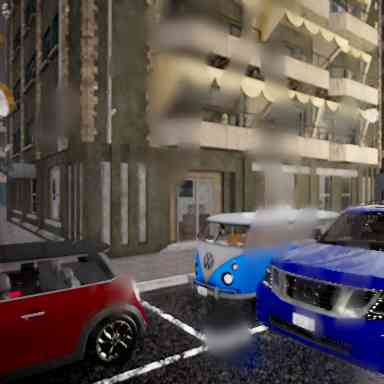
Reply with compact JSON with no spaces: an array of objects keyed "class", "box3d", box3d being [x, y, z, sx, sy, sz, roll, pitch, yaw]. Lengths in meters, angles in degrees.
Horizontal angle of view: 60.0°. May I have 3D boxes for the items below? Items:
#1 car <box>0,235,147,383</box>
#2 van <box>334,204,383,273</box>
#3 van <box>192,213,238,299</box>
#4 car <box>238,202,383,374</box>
[{"class":"car","box3d":[-2.722,1.440,4.152,4.097,1.590,1.967,0,0,-36]},{"class":"van","box3d":[6.528,1.324,10.780,3.998,1.788,1.690,0,0,-36]},{"class":"van","box3d":[1.903,1.332,7.466,3.998,1.788,1.690,0,0,-36]},{"class":"car","box3d":[3.602,1.211,5.633,5.566,2.045,2.150,0,0,-35]}]
